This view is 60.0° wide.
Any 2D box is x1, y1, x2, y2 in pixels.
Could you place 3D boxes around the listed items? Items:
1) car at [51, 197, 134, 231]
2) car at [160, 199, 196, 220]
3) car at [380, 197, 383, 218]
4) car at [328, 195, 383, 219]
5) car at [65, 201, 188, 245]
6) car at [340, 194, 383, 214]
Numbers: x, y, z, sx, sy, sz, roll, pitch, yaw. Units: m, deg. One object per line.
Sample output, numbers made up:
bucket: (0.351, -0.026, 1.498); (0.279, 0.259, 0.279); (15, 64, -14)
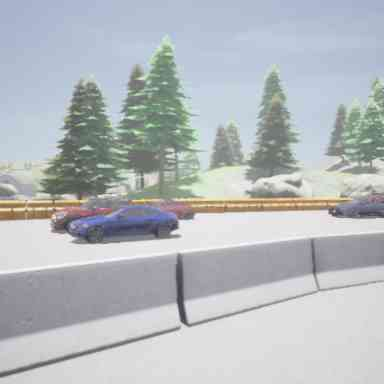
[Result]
car: (-4.869, 1.077, 17.302); (4.553, 1.767, 2.097); (0, 1, -29)
car: (-1.855, 1.208, 22.826); (4.181, 1.385, 1.994); (0, 1, -25)
car: (15.230, 1.166, 21.142); (5.357, 1.411, 2.033); (-1, 1, -12)
car: (12.078, 1.167, 24.093); (4.181, 1.385, 1.994); (0, 1, -13)
car: (-2.780, 1.299, 14.364); (4.674, 1.442, 1.812); (0, 1, -28)
car: (15.534, 0.995, 28.429); (5.008, 1.535, 1.882); (-1, 1, -9)
